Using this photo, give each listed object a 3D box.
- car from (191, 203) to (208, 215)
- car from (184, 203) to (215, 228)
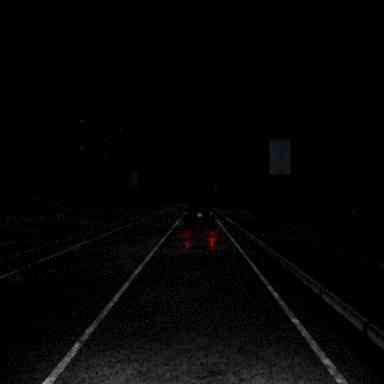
[{"bbox_3d":[0.878,2.074,41.240,1.994,1.385,4.181,0,-1,1],"label":"car"},{"bbox_3d":[0.551,1.618,24.377,2.097,1.767,4.553,0,-1,1],"label":"car"}]
